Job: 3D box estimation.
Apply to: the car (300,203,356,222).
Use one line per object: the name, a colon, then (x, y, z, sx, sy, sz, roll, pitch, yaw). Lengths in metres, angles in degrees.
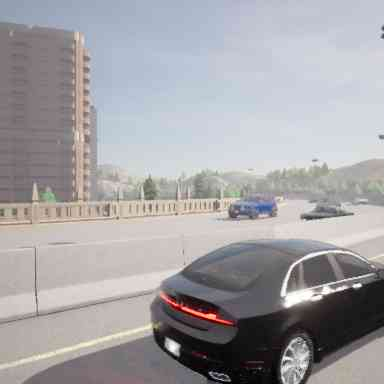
car: (8.815, 1.601, 21.681, 1.895, 1.301, 4.718, 0, 0, 42)

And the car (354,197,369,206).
car: (28.816, 1.524, 56.650, 1.812, 1.442, 4.674, 0, 0, 18)

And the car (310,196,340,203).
car: (14.175, 1.491, 34.291, 2.128, 1.511, 4.902, 0, 0, 33)

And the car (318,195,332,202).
car: (28.854, 1.345, 72.284, 1.994, 1.385, 4.181, 0, 0, 8)

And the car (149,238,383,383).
car: (1.687, 1.503, 5.231, 4.892, 1.490, 1.837, 1, 0, -38)

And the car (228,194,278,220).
car: (5.284, 1.222, 28.227, 2.150, 2.045, 5.566, 0, 0, 40)

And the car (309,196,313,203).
car: (23.735, 1.500, 64.195, 1.837, 1.490, 4.892, 0, 0, 15)
